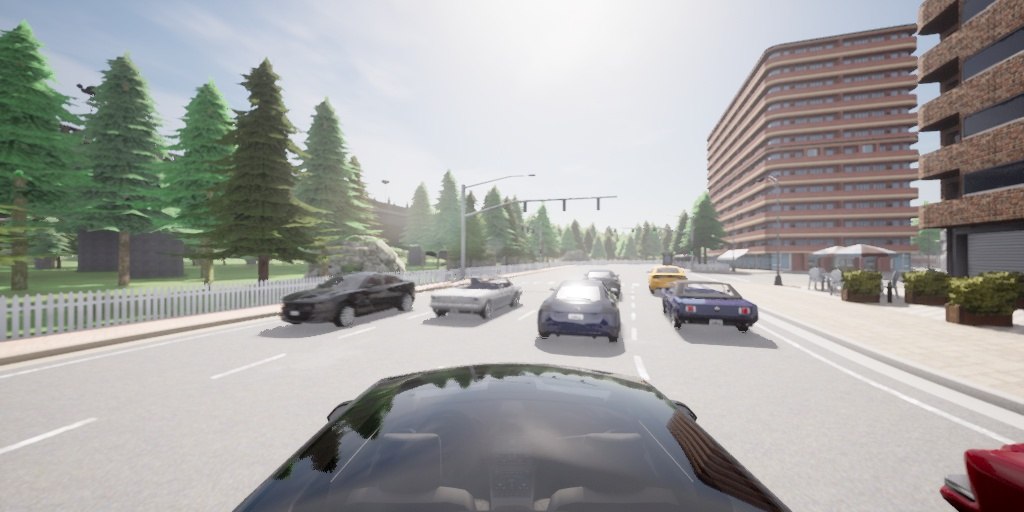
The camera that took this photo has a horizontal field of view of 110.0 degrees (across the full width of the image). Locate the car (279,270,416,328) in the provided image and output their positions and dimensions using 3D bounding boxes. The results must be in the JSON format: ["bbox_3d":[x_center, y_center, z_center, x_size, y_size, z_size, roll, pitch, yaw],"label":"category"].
[{"bbox_3d":[-5.132,1.271,11.976,1.882,1.535,5.008,0,0,16],"label":"car"}]

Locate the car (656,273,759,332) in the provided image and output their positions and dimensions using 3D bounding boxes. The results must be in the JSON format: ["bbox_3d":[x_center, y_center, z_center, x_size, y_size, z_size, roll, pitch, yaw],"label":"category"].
[{"bbox_3d":[5.829,1.402,11.198,1.895,1.301,4.718,0,0,17],"label":"car"}]

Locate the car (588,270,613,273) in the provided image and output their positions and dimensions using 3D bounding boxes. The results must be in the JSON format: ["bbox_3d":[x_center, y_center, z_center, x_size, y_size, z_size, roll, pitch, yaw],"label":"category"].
[{"bbox_3d":[4.728,1.402,19.070,1.994,1.385,4.181,0,0,18],"label":"car"}]

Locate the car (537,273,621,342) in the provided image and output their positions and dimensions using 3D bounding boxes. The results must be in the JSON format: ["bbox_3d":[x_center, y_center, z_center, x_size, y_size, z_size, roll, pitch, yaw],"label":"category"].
[{"bbox_3d":[1.986,1.356,10.107,1.994,1.385,4.181,0,0,15],"label":"car"}]

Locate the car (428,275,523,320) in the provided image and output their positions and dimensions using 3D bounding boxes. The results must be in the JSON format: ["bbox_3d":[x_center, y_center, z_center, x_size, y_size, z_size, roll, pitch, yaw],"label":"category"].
[{"bbox_3d":[-1.126,1.404,13.205,1.895,1.301,4.718,0,0,18],"label":"car"}]

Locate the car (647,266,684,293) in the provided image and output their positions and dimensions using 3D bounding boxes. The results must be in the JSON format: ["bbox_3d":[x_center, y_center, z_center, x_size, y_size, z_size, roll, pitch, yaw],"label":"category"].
[{"bbox_3d":[9.182,1.331,21.386,1.882,1.535,5.008,0,0,19],"label":"car"}]
